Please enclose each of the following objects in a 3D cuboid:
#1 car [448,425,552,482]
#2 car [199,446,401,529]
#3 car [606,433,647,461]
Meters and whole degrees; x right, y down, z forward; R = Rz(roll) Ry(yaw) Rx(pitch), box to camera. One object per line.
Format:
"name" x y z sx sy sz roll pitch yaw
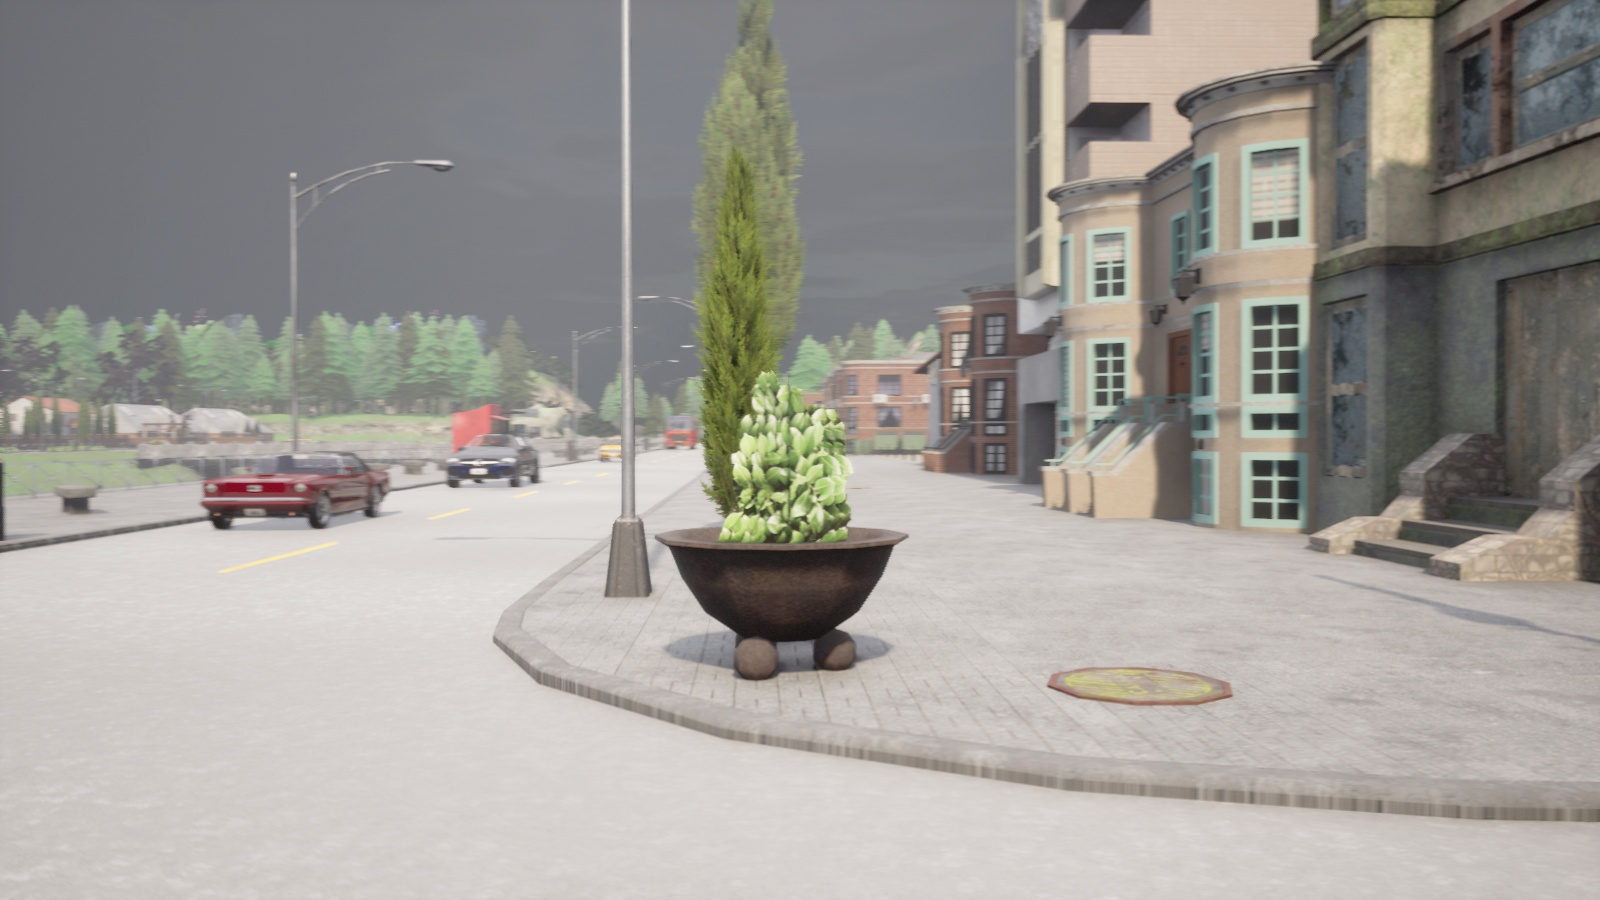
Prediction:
"car" -9.311 0.077 39.411 2.152 1.651 5.027 0 1 -1
"car" -8.896 0.605 22.833 1.895 1.301 4.718 0 1 -1
"car" -10.176 -0.192 73.888 1.801 1.575 5.366 0 1 -1
